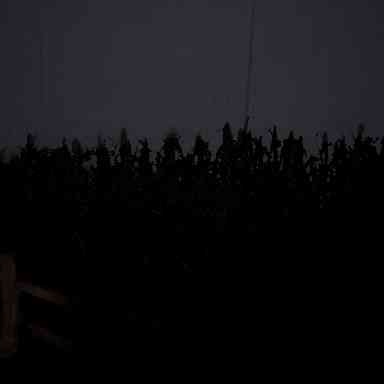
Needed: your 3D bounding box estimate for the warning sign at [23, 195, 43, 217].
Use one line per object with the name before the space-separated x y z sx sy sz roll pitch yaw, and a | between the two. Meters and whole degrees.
warning sign | -13.842 1.202 28.934 1.300 1.860 1.060 1 1 35
